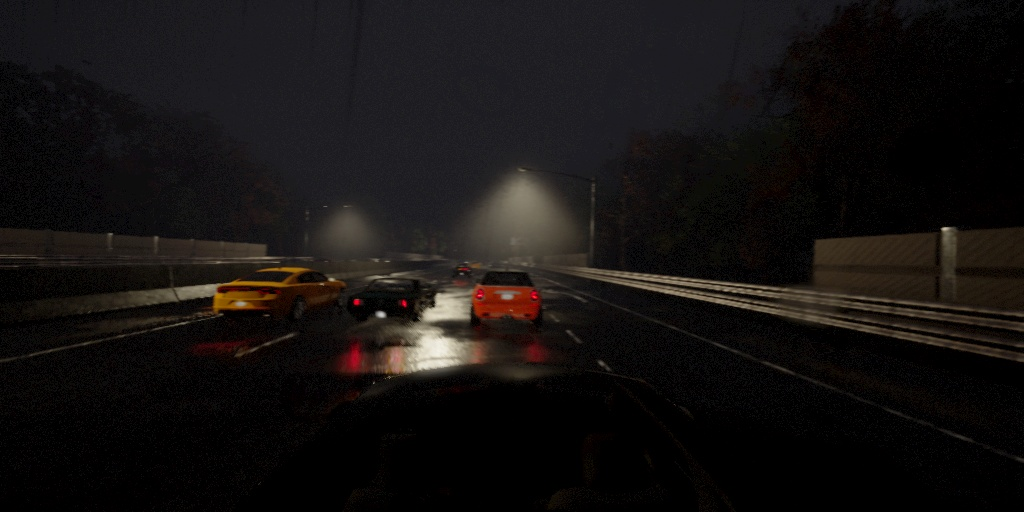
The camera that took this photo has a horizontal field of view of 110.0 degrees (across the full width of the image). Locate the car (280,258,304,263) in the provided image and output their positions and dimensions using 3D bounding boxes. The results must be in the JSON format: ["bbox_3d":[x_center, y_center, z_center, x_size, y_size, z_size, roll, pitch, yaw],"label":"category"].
[{"bbox_3d":[-30.238,0.939,50.210,2.033,1.411,5.357,2,-1,-2],"label":"car"}]

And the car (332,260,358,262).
[{"bbox_3d":[-23.295,1.203,51.252,1.895,1.301,4.718,2,-1,-2],"label":"car"}]

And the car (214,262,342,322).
[{"bbox_3d":[-7.228,1.126,11.867,1.882,1.535,5.008,2,-1,-3],"label":"car"}]

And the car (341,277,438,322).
[{"bbox_3d":[-3.743,1.353,12.175,1.895,1.301,4.718,2,-1,-3],"label":"car"}]

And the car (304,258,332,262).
[{"bbox_3d":[-26.760,1.021,50.565,1.812,1.442,4.674,2,-1,-2],"label":"car"}]

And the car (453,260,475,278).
[{"bbox_3d":[-5.033,1.486,37.359,1.837,1.490,4.892,2,-1,-3],"label":"car"}]

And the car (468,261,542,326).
[{"bbox_3d":[-0.244,1.206,12.412,2.097,1.767,4.553,2,-1,-3],"label":"car"}]

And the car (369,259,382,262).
[{"bbox_3d":[-19.813,1.195,51.552,2.128,1.511,4.902,2,-1,-2],"label":"car"}]
